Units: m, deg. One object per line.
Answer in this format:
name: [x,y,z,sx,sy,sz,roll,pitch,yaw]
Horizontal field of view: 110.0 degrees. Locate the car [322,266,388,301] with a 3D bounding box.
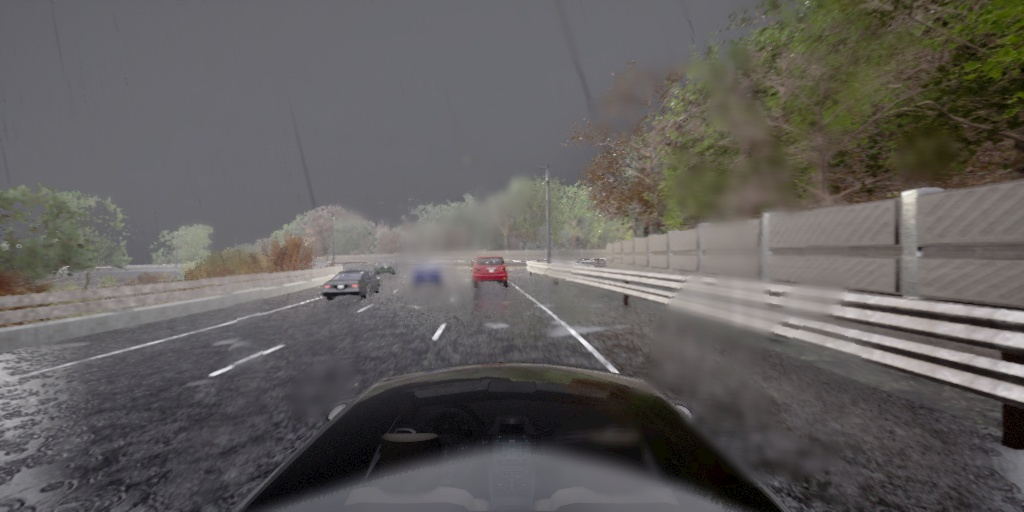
car: [-8.175,1.448,18.757,2.033,1.411,5.357,-1,0,-9]

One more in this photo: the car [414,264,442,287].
car: [-6.193,1.345,26.489,1.882,1.535,5.008,-1,0,-12]

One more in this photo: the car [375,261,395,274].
car: [-15.984,1.400,45.015,2.097,1.767,4.553,-1,0,-23]

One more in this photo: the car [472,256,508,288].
car: [-1.519,1.005,24.698,2.150,2.045,5.566,-1,0,-6]
